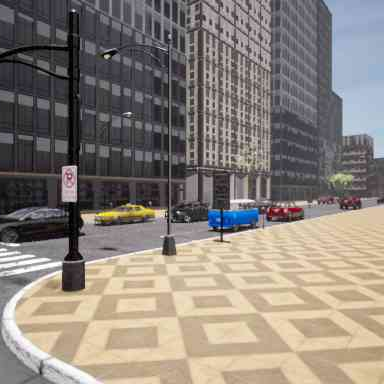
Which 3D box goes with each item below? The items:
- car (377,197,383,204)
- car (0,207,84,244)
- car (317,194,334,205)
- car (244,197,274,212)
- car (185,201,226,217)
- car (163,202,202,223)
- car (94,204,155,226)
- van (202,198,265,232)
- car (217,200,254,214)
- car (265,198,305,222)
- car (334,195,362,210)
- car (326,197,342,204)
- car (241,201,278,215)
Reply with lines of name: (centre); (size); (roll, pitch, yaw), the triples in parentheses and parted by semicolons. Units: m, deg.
car: (38.243, 1.658, 66.497); (1.947, 1.339, 4.313); (0, 0, 38)
car: (-7.631, 1.504, 16.034); (2.128, 1.511, 4.902); (0, 0, 38)
car: (25.204, 1.381, 62.518); (2.192, 1.841, 5.009); (0, 0, 38)
car: (8.184, 1.471, 40.512); (1.967, 1.590, 4.097); (0, 0, 38)
car: (1.377, 1.604, 31.710); (1.802, 1.307, 4.206); (0, 0, 38)
car: (-0.148, 1.528, 25.705); (1.837, 1.490, 4.892); (0, -1, 38)
car: (-4.749, 1.540, 24.001); (1.752, 1.417, 4.829); (0, 0, 38)
van: (2.632, 1.368, 20.270); (1.690, 1.788, 3.998); (0, 0, 38)
car: (4.781, 1.571, 36.111); (1.887, 1.381, 4.507); (0, 0, 38)
car: (7.610, 1.472, 26.888); (1.967, 1.590, 4.097); (0, 0, 38)
car: (21.225, 1.368, 44.493); (2.192, 1.841, 5.009); (0, 0, 38)
car: (28.607, 1.624, 66.918); (2.008, 1.369, 4.403); (0, 0, 38)
car: (7.221, 1.631, 35.219); (1.895, 1.301, 4.718); (0, 0, 38)
